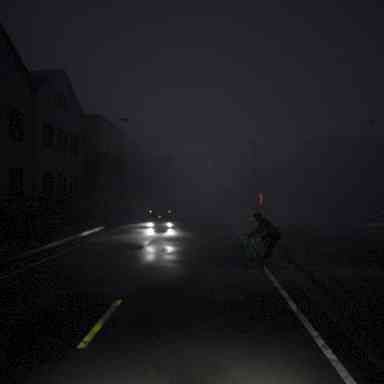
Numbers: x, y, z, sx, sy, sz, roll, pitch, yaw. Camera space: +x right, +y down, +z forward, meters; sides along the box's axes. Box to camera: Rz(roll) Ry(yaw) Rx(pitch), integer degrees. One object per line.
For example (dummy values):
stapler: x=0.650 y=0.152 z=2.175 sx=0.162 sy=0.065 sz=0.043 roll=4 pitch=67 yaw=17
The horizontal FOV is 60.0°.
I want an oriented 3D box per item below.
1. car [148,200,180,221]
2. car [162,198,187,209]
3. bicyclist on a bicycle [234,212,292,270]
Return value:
car: x=-2.317 y=1.561 z=27.193 sx=1.895 sy=1.301 sz=4.718 roll=0 pitch=0 yaw=3
car: x=-3.183 y=1.571 z=45.325 sx=5.357 sy=1.411 sz=2.033 roll=0 pitch=-1 yaw=40
bicyclist on a bicycle: x=2.017 y=1.397 z=9.434 sx=1.656 sy=1.620 sz=0.582 roll=0 pitch=0 yaw=3
